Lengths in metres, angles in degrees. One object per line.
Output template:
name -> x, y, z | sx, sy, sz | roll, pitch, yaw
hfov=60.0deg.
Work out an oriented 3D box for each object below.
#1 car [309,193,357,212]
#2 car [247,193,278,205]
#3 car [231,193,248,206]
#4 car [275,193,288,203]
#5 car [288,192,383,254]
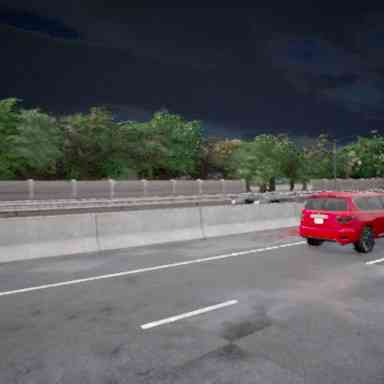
car -> 13.026, 0.905, 30.590 | 4.892, 1.490, 1.837 | -3, 1, -36
car -> 8.811, 0.903, 36.178 | 4.902, 1.511, 2.128 | -2, 1, -36
car -> 6.658, 0.911, 38.940 | 4.902, 1.511, 2.128 | -2, 1, -36
car -> 10.943, 1.008, 33.404 | 4.718, 1.301, 1.895 | -2, 1, -36
car -> 6.465, 1.014, 12.809 | 5.566, 2.045, 2.150 | -2, 1, -36
